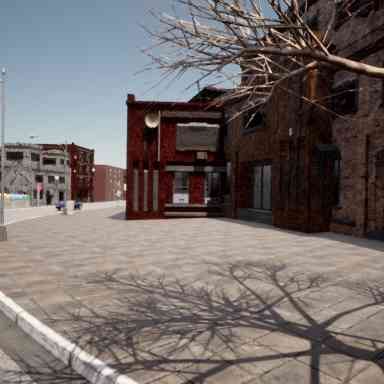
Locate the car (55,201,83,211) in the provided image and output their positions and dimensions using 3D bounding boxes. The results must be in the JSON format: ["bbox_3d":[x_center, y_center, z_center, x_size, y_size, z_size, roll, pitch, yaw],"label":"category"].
[{"bbox_3d":[-16.266,1.793,44.333,1.895,1.301,4.718,1,0,3],"label":"car"}]
